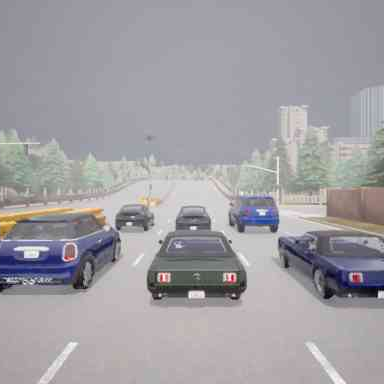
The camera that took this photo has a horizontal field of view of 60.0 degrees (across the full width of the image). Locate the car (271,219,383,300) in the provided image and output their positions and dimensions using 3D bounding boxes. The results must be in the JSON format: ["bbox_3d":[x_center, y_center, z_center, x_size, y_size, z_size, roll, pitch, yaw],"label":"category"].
[{"bbox_3d":[3.584,1.601,8.351,1.895,1.301,4.718,0,0,0],"label":"car"}]

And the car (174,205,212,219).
[{"bbox_3d":[0.065,1.505,18.585,1.837,1.490,4.892,0,0,0],"label":"car"}]

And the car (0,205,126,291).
[{"bbox_3d":[-3.416,1.352,9.207,2.097,1.767,4.553,0,0,0],"label":"car"}]

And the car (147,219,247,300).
[{"bbox_3d":[0.085,1.601,8.348,1.895,1.301,4.718,0,0,0],"label":"car"}]

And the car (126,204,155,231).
[{"bbox_3d":[-3.440,1.503,20.585,1.837,1.490,4.892,0,0,0],"label":"car"}]

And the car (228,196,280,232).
[{"bbox_3d":[3.583,1.222,20.059,2.150,2.045,5.566,0,0,-2],"label":"car"}]
